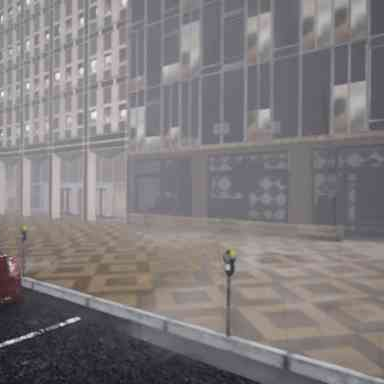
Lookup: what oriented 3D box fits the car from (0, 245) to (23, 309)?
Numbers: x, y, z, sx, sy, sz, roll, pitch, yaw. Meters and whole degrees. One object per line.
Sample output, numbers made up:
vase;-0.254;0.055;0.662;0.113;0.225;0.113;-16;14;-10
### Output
car;-5.188;1.435;6.570;4.097;1.590;1.967;0;1;36
